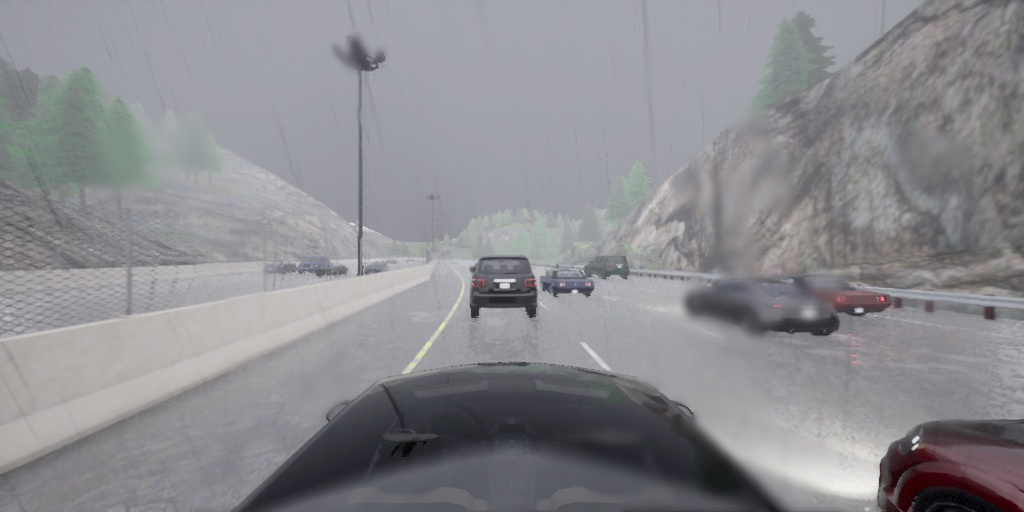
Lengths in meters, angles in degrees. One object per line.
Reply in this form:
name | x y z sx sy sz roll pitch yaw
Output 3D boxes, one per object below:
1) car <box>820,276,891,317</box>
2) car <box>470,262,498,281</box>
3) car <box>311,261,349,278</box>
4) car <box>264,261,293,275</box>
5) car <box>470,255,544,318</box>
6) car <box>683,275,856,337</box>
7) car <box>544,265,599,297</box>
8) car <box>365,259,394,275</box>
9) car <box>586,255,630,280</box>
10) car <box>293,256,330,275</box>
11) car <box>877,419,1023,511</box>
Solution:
car | 10.155 1.329 12.854 1.895 1.301 4.718 0 0 -4
car | -2.575 1.303 31.856 2.033 1.411 5.357 0 0 -10
car | -17.587 1.389 35.168 1.895 1.301 4.718 0 0 -11
car | -25.638 1.296 39.921 2.128 1.511 4.902 0 0 -11
car | -0.384 0.972 13.262 2.150 2.045 5.566 0 0 -4
car | 6.771 1.300 10.304 1.994 1.385 4.181 0 0 -3
car | 2.684 1.345 18.663 1.895 1.301 4.718 0 0 -5
car | -14.991 1.330 40.153 2.033 1.411 5.357 0 0 -11
car | 8.160 0.954 31.129 2.150 2.045 5.566 0 0 -9
car | -22.207 1.020 40.589 2.150 2.045 5.566 0 0 -11
car | 3.510 1.307 0.696 1.994 1.385 4.181 0 0 0
